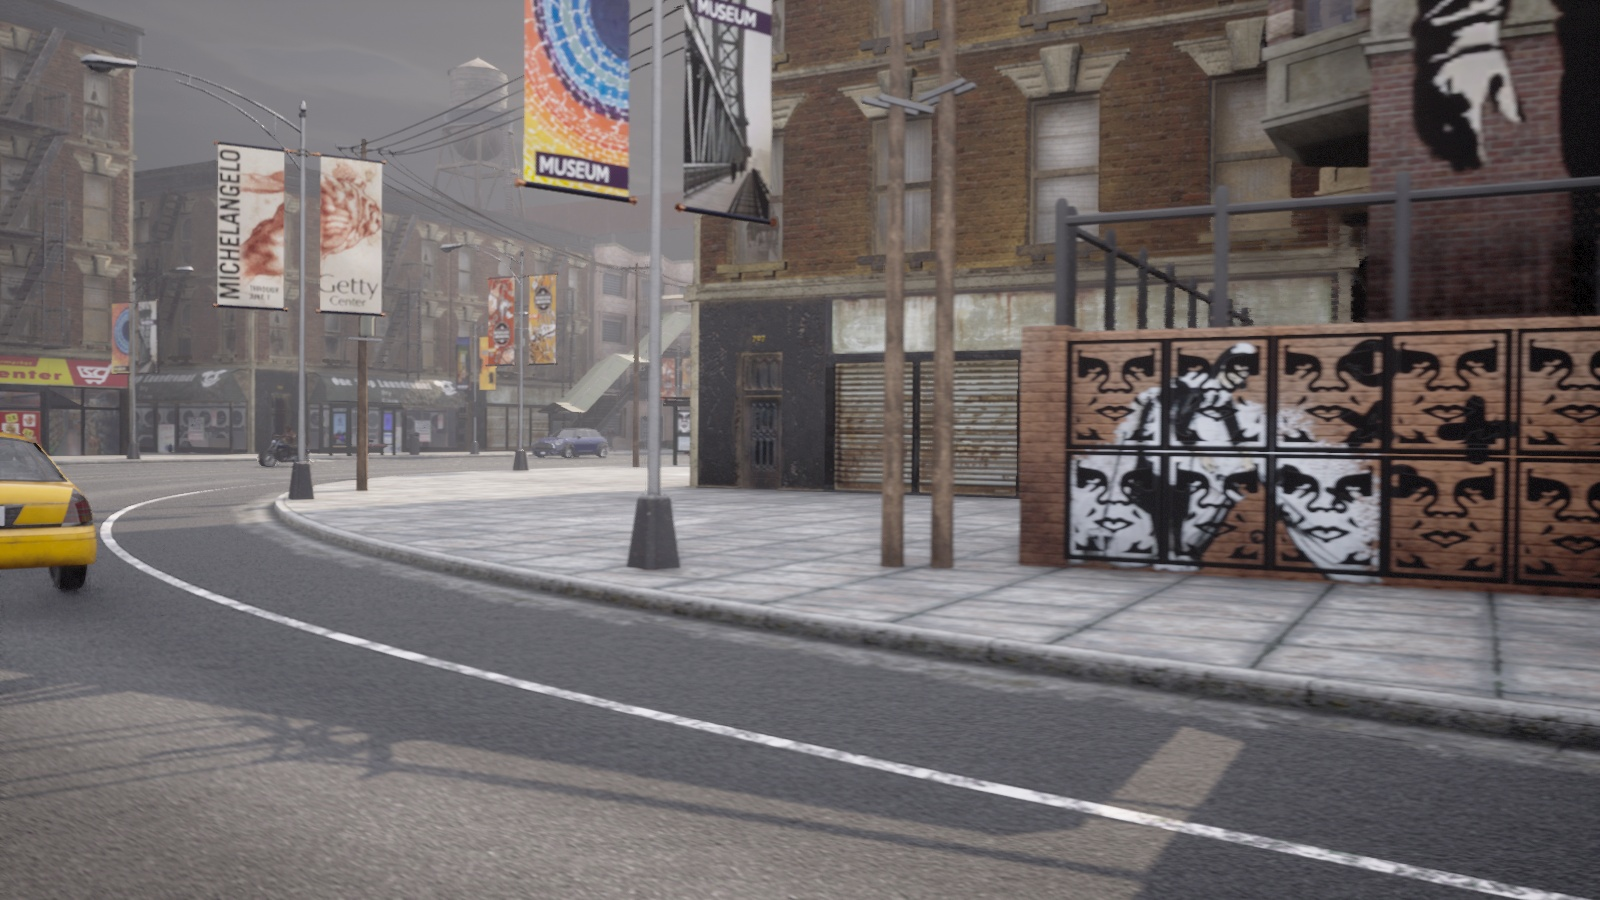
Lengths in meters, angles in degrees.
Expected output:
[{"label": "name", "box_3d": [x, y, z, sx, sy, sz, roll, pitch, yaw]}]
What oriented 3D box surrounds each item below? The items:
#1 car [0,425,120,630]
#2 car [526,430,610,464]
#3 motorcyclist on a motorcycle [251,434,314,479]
[{"label": "car", "box_3d": [-7.902, 0.586, 11.716, 1.801, 1.575, 5.366, -1, 1, -39]}, {"label": "car", "box_3d": [-12.698, -0.197, 68.947, 2.097, 1.767, 4.553, 0, 1, 29]}, {"label": "motorcyclist on a motorcycle", "box_3d": [-19.800, 0.227, 48.088, 0.766, 1.649, 2.350, 0, 1, 24]}]
